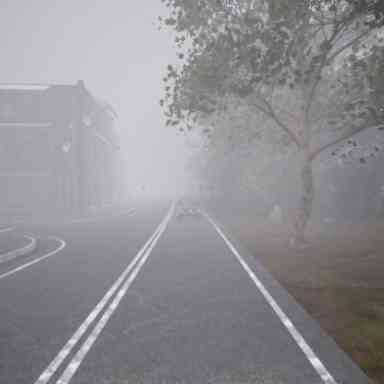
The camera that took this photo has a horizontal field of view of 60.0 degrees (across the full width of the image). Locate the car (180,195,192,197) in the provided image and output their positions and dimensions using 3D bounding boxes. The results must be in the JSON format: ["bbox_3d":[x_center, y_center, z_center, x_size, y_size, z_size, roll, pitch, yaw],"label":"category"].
[{"bbox_3d":[-0.837,1.096,46.792,1.994,1.385,4.181,0,1,-2],"label":"car"}]

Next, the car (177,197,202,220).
[{"bbox_3d":[-0.205,1.353,26.045,2.033,1.411,5.357,0,1,-1],"label":"car"}]
